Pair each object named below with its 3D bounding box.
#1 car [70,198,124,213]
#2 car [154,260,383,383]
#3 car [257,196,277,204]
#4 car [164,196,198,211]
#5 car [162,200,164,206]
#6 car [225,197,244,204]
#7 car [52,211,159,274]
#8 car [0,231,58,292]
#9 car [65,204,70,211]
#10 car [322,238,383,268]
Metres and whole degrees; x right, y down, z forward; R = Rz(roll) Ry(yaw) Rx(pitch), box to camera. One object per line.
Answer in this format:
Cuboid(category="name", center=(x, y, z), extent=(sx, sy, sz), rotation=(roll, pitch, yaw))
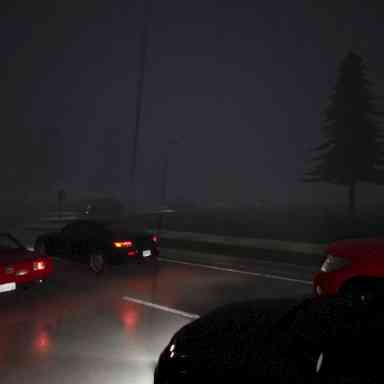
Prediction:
Cuboid(category="car", center=(-8.593, 1.353, 31.187), extent=(2.097, 1.767, 4.553), rotation=(0, 0, 36))
Cuboid(category="car", center=(1.673, 1.564, 2.787), extent=(4.181, 1.385, 1.994), rotation=(0, 0, 36))
Cuboid(category="car", center=(13.959, 1.458, 61.439), extent=(2.033, 1.411, 5.357), rotation=(0, 0, 37))
Cuboid(category="car", center=(-1.070, 1.563, 41.340), extent=(1.994, 1.385, 4.181), rotation=(0, 0, 37))
Cuboid(category="car", center=(-2.580, 1.352, 51.048), extent=(2.097, 1.767, 4.553), rotation=(0, 0, 37))
Cuboid(category="car", center=(8.318, 1.666, 65.584), extent=(1.895, 1.301, 4.718), rotation=(0, 0, 37))
Cuboid(category="car", center=(-3.107, 1.526, 10.536), extent=(4.674, 1.442, 1.812), rotation=(0, 0, 36))
Cuboid(category="car", center=(-5.441, 1.601, 7.906), extent=(4.718, 1.301, 1.895), rotation=(0, 0, 36))
Cuboid(category="car", center=(-12.118, 1.506, 38.193), extent=(1.837, 1.490, 4.892), rotation=(0, 0, 37))
Cuboid(category="car", center=(4.765, 1.221, 4.866), extent=(5.566, 2.045, 2.150), rotation=(0, 0, 36))
